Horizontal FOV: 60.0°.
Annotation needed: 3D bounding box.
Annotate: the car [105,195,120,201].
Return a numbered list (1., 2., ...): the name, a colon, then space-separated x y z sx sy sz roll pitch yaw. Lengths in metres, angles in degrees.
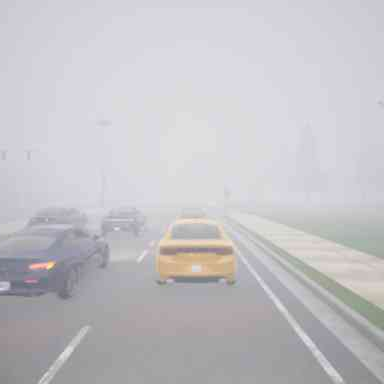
1. car: -19.897 1.678 85.377 2.033 1.411 5.357 0 0 0

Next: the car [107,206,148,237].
1. car: -3.512 1.521 17.983 2.128 1.511 4.902 0 0 0

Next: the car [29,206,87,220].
1. car: -7.012 1.534 17.953 1.837 1.490 4.892 0 0 0

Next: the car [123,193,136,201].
1. car: -16.397 1.493 85.420 2.097 1.767 4.553 0 0 0

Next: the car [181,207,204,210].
1. car: 0.043 1.556 18.797 1.812 1.442 4.674 0 0 -1

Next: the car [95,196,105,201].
1. car: -23.397 1.733 85.331 1.895 1.301 4.718 0 0 0

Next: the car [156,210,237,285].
1. car: 0.090 1.493 9.554 1.882 1.535 5.008 0 0 0

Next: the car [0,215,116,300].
1. car: -3.429 1.540 8.334 1.812 1.442 4.674 0 0 0
